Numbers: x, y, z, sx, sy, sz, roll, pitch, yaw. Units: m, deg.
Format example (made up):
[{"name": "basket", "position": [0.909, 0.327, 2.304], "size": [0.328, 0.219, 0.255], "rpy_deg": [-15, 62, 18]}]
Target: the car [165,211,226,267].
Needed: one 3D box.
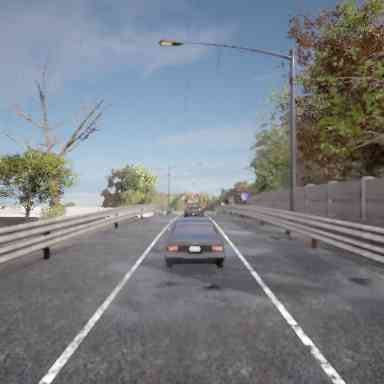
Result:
[{"name": "car", "position": [0.087, 1.608, 11.573], "size": [2.033, 1.411, 5.357], "rpy_deg": [0, 0, 0]}]

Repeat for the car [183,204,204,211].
[{"name": "car", "position": [0.180, 1.897, 33.047], "size": [2.128, 1.511, 4.902], "rpy_deg": [0, -2, 0]}]
